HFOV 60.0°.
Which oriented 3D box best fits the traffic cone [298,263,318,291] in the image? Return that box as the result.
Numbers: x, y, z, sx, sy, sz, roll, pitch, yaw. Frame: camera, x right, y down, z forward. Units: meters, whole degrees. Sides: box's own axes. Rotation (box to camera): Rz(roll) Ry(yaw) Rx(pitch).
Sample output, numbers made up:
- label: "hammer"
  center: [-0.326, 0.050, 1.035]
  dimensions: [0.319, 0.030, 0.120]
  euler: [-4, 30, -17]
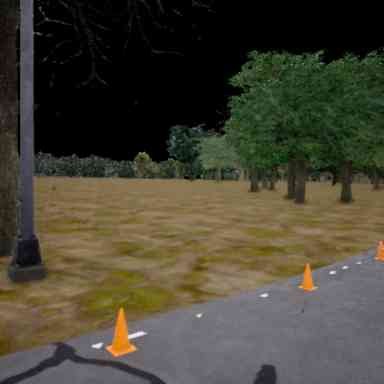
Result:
- label: "traffic cone"
  center: [2.746, 1.975, 7.866]
  dimensions: [0.340, 0.580, 0.340]
  euler: [0, 0, -41]

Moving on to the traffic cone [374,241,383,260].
- label: "traffic cone"
  center: [6.329, 1.951, 11.127]
  dimensions: [0.340, 0.580, 0.340]
  euler: [-1, 0, -44]

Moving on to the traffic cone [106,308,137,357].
- label: "traffic cone"
  center: [-1.017, 1.982, 4.812]
  dimensions: [0.340, 0.580, 0.340]
  euler: [0, 0, -37]
